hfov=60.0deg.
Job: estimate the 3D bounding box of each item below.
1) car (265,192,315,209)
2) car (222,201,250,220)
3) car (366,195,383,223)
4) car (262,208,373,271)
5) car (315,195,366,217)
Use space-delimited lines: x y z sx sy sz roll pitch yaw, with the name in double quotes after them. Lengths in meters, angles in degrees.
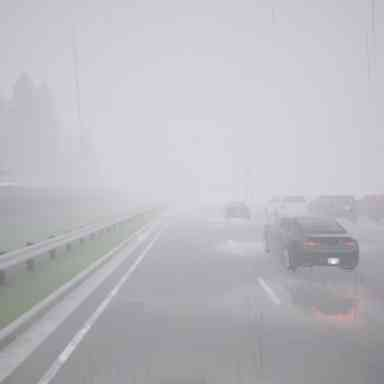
7.098 1.215 25.427 2.150 2.045 5.566 0 0 0 "car"
3.598 1.471 27.932 1.882 1.535 5.008 0 0 0 "car"
14.098 1.215 25.427 2.150 2.045 5.566 0 0 0 "car"
3.598 1.502 10.872 1.837 1.490 4.892 0 0 0 "car"
10.599 1.215 25.433 2.150 2.045 5.566 0 0 0 "car"
